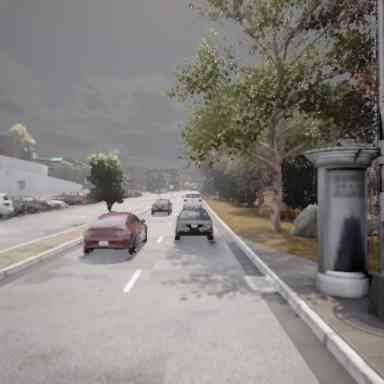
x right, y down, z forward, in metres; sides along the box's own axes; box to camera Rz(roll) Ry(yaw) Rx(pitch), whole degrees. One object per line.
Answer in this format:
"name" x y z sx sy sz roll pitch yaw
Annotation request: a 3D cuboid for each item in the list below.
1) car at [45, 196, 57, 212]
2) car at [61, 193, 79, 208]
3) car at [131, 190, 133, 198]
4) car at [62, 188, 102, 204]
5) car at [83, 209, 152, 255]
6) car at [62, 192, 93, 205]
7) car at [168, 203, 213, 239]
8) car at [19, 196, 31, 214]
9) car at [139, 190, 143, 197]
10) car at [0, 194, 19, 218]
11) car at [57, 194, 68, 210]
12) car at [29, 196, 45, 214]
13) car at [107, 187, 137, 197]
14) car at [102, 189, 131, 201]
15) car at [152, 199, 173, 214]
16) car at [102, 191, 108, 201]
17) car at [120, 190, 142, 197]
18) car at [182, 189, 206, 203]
"car" -16.864 1.190 34.624 4.553 1.767 2.185 -1 1 -20
"car" -16.822 1.227 40.636 5.008 1.535 2.097 -1 1 -20
"car" -16.840 0.802 76.629 4.792 1.488 2.163 -1 1 -20
"car" -16.805 0.833 49.651 5.566 2.045 2.435 -1 1 -20
"car" -2.903 1.519 13.244 1.812 1.442 4.674 0 0 0
"car" -16.801 1.160 46.652 4.792 1.488 2.163 -1 1 -20
"car" 0.096 1.530 17.137 2.033 1.411 5.357 0 0 0
"car" -16.860 1.417 28.612 4.792 1.488 2.163 -1 1 -20
"car" -16.815 0.425 88.643 5.566 2.045 2.435 -1 1 -20
"car" -16.864 1.167 25.611 5.566 2.045 2.435 -1 1 -20
"car" -16.833 1.312 37.636 4.674 1.452 2.002 -1 1 -20
"car" -16.835 1.397 31.637 4.674 1.452 2.002 -1 0 -20
"car" -16.841 0.497 79.630 5.566 2.045 2.435 -1 1 -20
"car" -16.823 0.800 73.645 4.892 1.521 2.231 -1 0 -20
"car" -2.907 1.396 32.862 2.033 1.411 5.357 0 1 0
"car" -16.650 1.034 52.706 5.366 1.575 1.946 -1 1 -20
"car" -16.743 0.401 91.680 5.566 2.045 2.435 -1 0 -20
"car" 0.092 1.000 37.740 2.150 2.045 5.566 0 1 0
